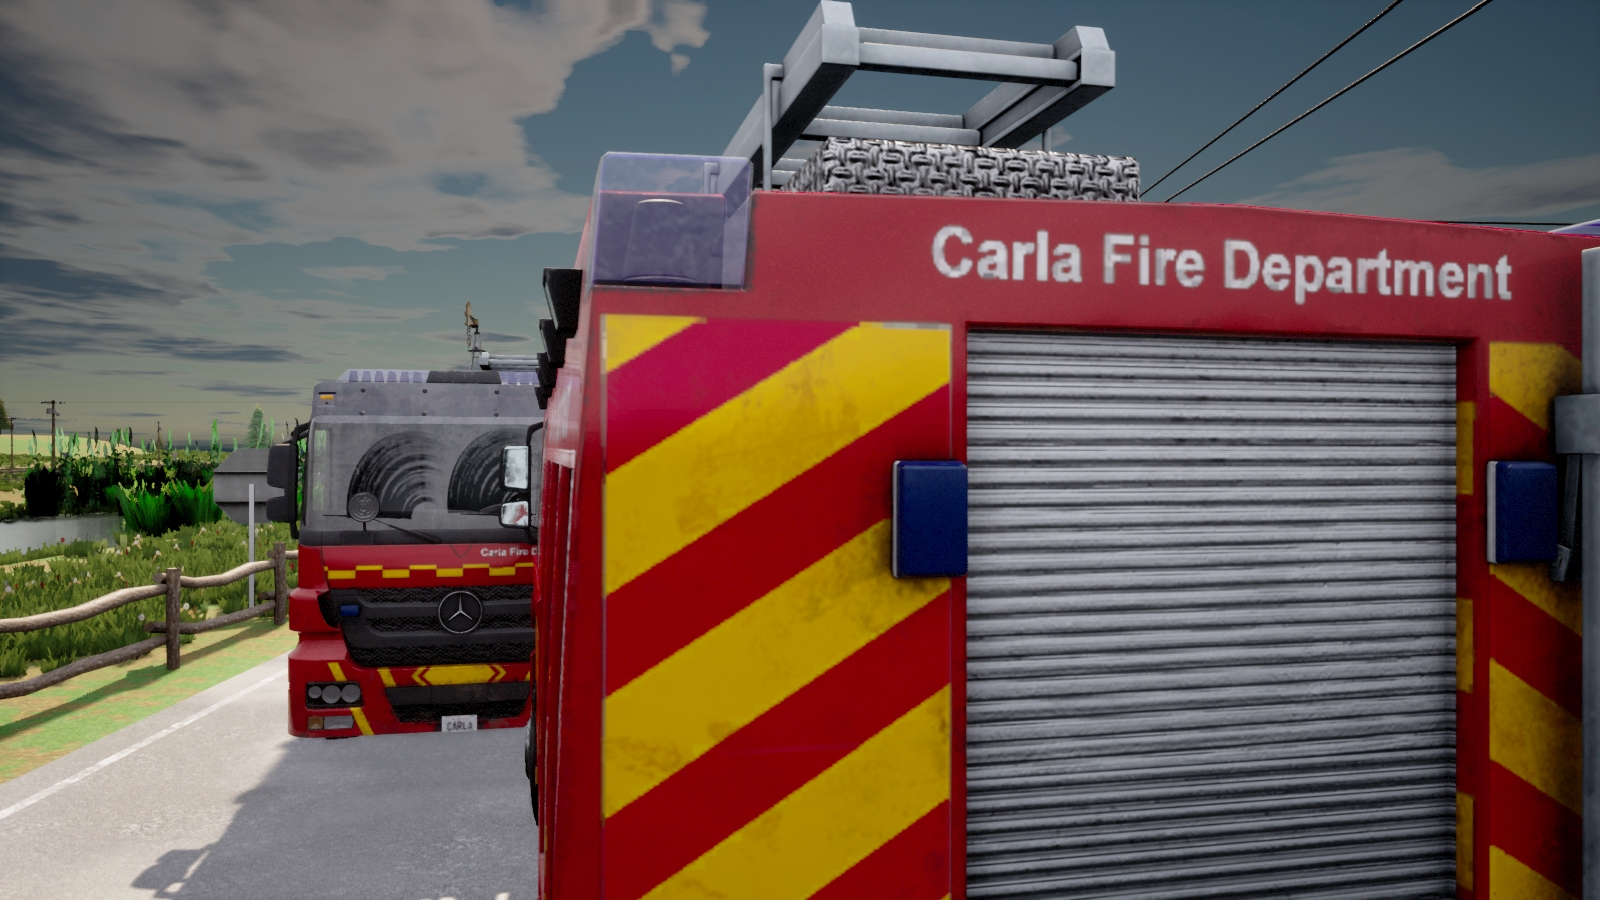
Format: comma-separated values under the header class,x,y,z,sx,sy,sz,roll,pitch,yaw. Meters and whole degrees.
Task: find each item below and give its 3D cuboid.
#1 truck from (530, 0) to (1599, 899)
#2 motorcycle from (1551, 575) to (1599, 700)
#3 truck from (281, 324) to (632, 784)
class,x,y,z,sx,sy,sz,roll,pitch,yaw
truck,-0.131,0.866,6.872,2.891,3.827,8.468,0,0,-13
motorcycle,9.815,2.142,13.181,1.805,1.316,0.856,0,0,-7
truck,-3.885,0.862,13.971,2.891,3.827,8.468,0,0,-13
